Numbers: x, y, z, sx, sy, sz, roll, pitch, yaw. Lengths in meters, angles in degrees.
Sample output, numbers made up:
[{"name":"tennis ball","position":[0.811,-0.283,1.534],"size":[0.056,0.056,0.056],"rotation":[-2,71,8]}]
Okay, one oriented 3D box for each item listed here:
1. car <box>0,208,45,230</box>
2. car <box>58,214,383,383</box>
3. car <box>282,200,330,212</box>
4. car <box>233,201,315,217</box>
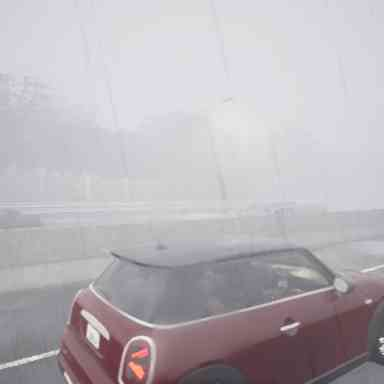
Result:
[{"name":"car","position":[-10.842,1.546,17.749],"size":[5.357,1.411,2.033],"rotation":[0,0,-35]},{"name":"car","position":[0.813,1.356,4.322],"size":[4.553,1.767,2.097],"rotation":[0,0,-35]},{"name":"car","position":[9.763,1.614,28.067],"size":[4.181,1.385,1.994],"rotation":[0,0,-35]},{"name":"car","position":[4.949,1.521,20.380],"size":[4.902,1.511,2.128],"rotation":[0,0,-35]}]
